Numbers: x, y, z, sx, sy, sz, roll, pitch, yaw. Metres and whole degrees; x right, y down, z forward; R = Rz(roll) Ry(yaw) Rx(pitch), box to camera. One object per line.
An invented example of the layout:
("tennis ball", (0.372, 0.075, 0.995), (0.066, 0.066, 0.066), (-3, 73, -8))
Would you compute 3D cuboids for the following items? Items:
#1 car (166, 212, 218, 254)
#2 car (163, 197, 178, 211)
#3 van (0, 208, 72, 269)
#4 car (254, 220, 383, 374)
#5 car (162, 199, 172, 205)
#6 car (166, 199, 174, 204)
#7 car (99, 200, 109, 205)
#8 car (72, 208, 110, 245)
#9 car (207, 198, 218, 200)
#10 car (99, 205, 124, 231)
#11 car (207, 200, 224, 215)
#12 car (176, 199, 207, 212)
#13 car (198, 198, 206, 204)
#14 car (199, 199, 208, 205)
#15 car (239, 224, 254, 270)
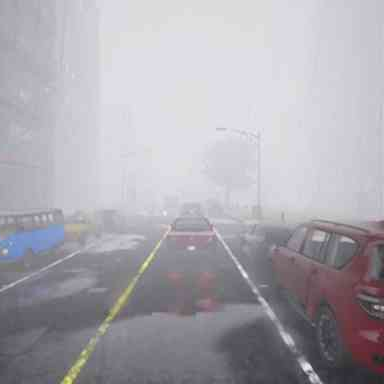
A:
("car", (-0.006, 1.736, 14.108), (1.895, 1.301, 4.718), (0, -1, 0))
("car", (-3.030, 1.702, 49.693), (2.150, 2.045, 5.566), (0, -1, 0))
("van", (-5.694, 1.448, 11.184), (1.690, 1.788, 3.998), (0, -1, 0))
("car", (2.690, 1.369, 5.667), (2.192, 1.841, 5.009), (0, -1, 0))
("car", (-5.734, 2.337, 76.704), (2.008, 1.369, 4.403), (0, -1, 0))
("car", (-5.740, 2.461, 87.769), (2.008, 1.369, 4.403), (0, -1, 0))
("car", (-16.459, 1.916, 57.295), (4.403, 1.369, 2.008), (1, -1, -1))
("car", (-5.698, 1.684, 16.535), (1.752, 1.417, 4.829), (0, -1, 0))
("car", (2.667, 1.756, 44.325), (2.192, 1.841, 5.009), (0, -1, 0))
("car", (-5.702, 1.781, 22.227), (1.947, 1.339, 4.313), (0, -1, 0))
("car", (2.670, 1.950, 38.799), (1.947, 1.339, 4.313), (0, -1, 0))
("car", (-0.015, 1.634, 29.080), (2.097, 1.767, 4.553), (0, -1, 0))
("car", (2.640, 2.438, 87.944), (1.752, 1.417, 4.829), (0, -1, 0))
("car", (2.646, 2.331, 76.708), (1.887, 1.381, 4.507), (0, -1, 0))
("car", (2.686, 1.673, 11.186), (1.947, 1.339, 4.313), (0, -1, 0))
